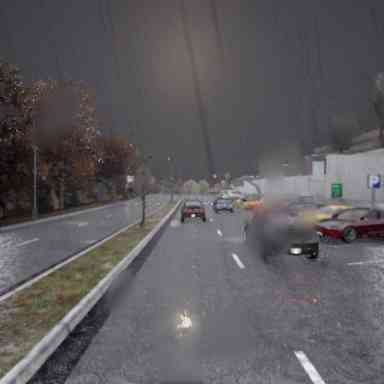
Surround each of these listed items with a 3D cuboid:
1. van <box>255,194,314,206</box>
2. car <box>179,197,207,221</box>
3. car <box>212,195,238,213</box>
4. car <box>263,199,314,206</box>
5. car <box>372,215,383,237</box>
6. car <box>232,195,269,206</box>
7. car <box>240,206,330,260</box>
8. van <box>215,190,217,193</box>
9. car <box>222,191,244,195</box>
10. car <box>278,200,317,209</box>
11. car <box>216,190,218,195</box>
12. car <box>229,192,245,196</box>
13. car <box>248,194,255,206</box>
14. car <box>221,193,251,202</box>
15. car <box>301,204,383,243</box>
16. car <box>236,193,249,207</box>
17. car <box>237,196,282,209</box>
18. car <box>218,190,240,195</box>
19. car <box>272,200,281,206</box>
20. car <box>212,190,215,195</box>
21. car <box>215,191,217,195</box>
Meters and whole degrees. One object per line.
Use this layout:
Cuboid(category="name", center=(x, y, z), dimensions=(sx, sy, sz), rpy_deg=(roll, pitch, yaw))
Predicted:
Cuboid(category="van", center=(7.959, 1.147, 27.790), dimensions=(4.442, 1.987, 1.878), rpy_deg=(1, 1, -20))
Cuboid(category="car", center=(0.095, 1.403, 26.247), dimensions=(1.837, 1.490, 4.892), rpy_deg=(0, 1, 0))
Cuboid(category="car", center=(3.092, 1.347, 34.090), dimensions=(2.033, 1.411, 5.357), rpy_deg=(0, 1, 0))
Cuboid(category="car", center=(8.059, 1.442, 24.861), dimensions=(4.674, 1.452, 2.002), rpy_deg=(1, 0, -20))
Cuboid(category="car", center=(8.064, 1.525, 9.935), dimensions=(4.674, 1.452, 2.002), rpy_deg=(1, 0, -20))
Cuboid(category="car", center=(8.055, 1.168, 45.744), dimensions=(4.674, 1.452, 2.002), rpy_deg=(1, 1, -20))
Cuboid(category="car", center=(3.097, 1.496, 12.323), dimensions=(1.837, 1.490, 4.892), rpy_deg=(0, 0, 0))
Cuboid(category="van", center=(7.948, 0.638, 72.536), dimensions=(4.442, 1.987, 1.878), rpy_deg=(1, 1, -20))
Cuboid(category="car", center=(8.068, 1.023, 54.683), dimensions=(4.892, 1.521, 2.231), rpy_deg=(1, 1, -20))
Cuboid(category="car", center=(7.894, 1.445, 18.819), dimensions=(5.366, 1.575, 1.946), rpy_deg=(1, 1, -20))
Cuboid(category="car", center=(8.229, 0.910, 66.682), dimensions=(5.366, 1.575, 1.946), rpy_deg=(1, 0, -20))
Cuboid(category="car", center=(7.887, 1.163, 42.695), dimensions=(5.366, 1.575, 1.946), rpy_deg=(1, 1, -20))
Cuboid(category="car", center=(8.035, 1.211, 30.819), dimensions=(4.553, 1.767, 2.185), rpy_deg=(1, 1, -20))
Cuboid(category="car", center=(8.062, 0.962, 60.649), dimensions=(5.008, 1.535, 2.097), rpy_deg=(1, 1, -20))
Cuboid(category="car", center=(8.039, 1.496, 15.892), dimensions=(4.792, 1.488, 2.163), rpy_deg=(1, 1, -20))
Cuboid(category="car", center=(7.888, 1.250, 36.729), dimensions=(5.366, 1.575, 1.946), rpy_deg=(1, 1, -20))
Cuboid(category="car", center=(8.087, 1.241, 39.791), dimensions=(4.792, 1.488, 2.163), rpy_deg=(1, 1, -20))
Cuboid(category="car", center=(8.087, 0.739, 57.682), dimensions=(5.566, 2.045, 2.435), rpy_deg=(1, 0, -20))
Cuboid(category="car", center=(8.091, 1.461, 21.889), dimensions=(4.792, 1.488, 2.163), rpy_deg=(1, 0, -20))
Cuboid(category="car", center=(7.881, 0.837, 75.497), dimensions=(5.366, 1.575, 1.946), rpy_deg=(1, 1, -20))
Cuboid(category="car", center=(8.080, 0.918, 69.612), dimensions=(4.792, 1.488, 2.163), rpy_deg=(1, 0, -20))
